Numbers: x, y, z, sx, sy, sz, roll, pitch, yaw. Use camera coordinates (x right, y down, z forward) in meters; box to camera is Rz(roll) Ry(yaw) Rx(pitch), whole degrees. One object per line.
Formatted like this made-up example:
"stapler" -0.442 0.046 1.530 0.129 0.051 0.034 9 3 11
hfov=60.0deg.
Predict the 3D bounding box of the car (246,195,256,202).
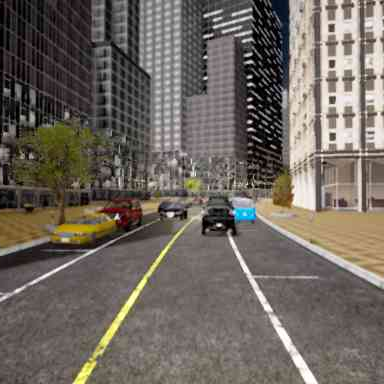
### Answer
"car" 14.682 1.632 82.737 1.967 1.590 4.097 1 0 17

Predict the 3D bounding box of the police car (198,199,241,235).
"police car" 1.539 1.470 19.395 1.930 1.638 5.238 0 0 4

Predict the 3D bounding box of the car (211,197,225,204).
"car" 5.373 1.700 68.738 2.033 1.411 5.357 0 0 13

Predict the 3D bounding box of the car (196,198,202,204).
"car" 1.011 1.739 60.756 1.802 1.307 4.206 1 0 12

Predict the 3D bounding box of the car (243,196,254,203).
"car" 13.149 1.742 77.260 1.947 1.339 4.313 1 0 15

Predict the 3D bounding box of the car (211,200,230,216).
"car" 3.032 1.606 35.100 1.812 1.442 4.674 0 0 7

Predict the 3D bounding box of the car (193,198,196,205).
"car" -1.059 1.692 49.600 1.947 1.339 4.313 1 0 9

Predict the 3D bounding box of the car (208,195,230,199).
"car" 2.376 1.291 29.211 2.150 2.045 5.566 0 0 6

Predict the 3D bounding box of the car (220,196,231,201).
"car" 9.406 1.810 92.956 2.008 1.369 4.403 1 0 17

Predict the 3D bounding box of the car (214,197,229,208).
"car" 4.746 1.599 52.379 1.882 1.535 5.008 0 0 11

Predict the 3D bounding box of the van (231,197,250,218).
"van" 4.527 1.411 31.434 1.690 1.788 3.998 1 0 7

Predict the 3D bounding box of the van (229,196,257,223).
"van" 3.943 1.399 25.600 1.690 1.788 3.998 1 0 5

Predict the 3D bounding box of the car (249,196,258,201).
"car" 16.297 1.751 88.144 1.887 1.381 4.507 1 0 17

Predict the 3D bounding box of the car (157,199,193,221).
"car" -1.419 1.558 27.547 2.128 1.511 4.902 0 0 6

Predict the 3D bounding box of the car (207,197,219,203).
"car" 4.826 1.773 77.153 1.947 1.339 4.313 1 0 14

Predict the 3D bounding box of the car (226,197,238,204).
"car" 8.566 1.709 70.410 1.895 1.301 4.718 0 0 15

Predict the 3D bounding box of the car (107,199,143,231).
"car" -4.458 1.367 21.228 2.192 1.841 5.009 1 0 4

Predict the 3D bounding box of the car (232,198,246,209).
"car" 6.993 1.633 49.134 1.752 1.417 4.829 1 0 10

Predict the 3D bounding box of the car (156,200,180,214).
"car" -2.729 1.663 38.322 1.947 1.339 4.313 1 0 7

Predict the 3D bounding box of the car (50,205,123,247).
"car" -4.834 1.561 15.404 1.752 1.417 4.829 1 0 3

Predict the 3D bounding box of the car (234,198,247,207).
"car" 7.994 1.685 54.721 1.947 1.339 4.313 1 0 11
